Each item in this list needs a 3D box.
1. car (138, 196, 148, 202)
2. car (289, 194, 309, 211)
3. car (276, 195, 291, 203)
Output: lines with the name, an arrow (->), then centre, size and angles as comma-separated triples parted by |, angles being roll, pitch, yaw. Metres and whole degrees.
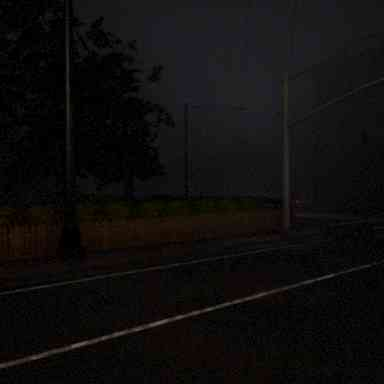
car -> -6.992, 1.272, 53.555 | 2.033, 1.411, 5.357 | -1, 0, -34
car -> 10.027, 1.040, 35.312 | 2.097, 1.767, 4.553 | -1, 0, -35
car -> 6.966, 1.219, 33.256 | 2.128, 1.511, 4.902 | -1, 0, -35
